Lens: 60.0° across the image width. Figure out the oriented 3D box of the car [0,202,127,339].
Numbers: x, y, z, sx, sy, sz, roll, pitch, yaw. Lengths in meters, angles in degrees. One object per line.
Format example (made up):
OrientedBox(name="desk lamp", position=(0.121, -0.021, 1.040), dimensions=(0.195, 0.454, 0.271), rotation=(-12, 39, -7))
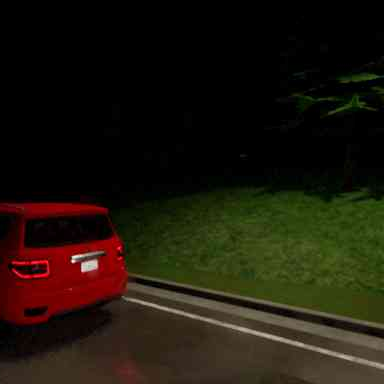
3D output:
OrientedBox(name="car", position=(-3.761, 1.213, 6.669), dimensions=(5.566, 2.045, 2.150), rotation=(0, 0, 35))
